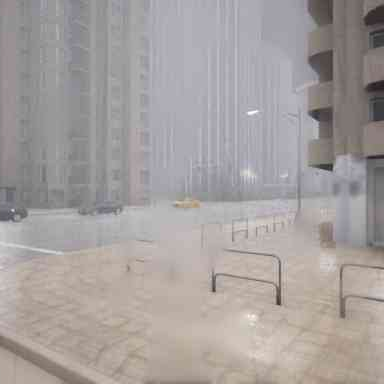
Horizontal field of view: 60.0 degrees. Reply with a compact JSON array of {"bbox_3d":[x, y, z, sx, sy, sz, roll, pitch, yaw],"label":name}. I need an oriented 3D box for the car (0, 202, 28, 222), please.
[{"bbox_3d":[-14.803,1.559,24.622,1.837,1.490,4.892,0,0,36],"label":"car"}]

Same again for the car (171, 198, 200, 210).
[{"bbox_3d":[-0.815,1.532,44.724,1.882,1.535,5.008,0,0,35],"label":"car"}]

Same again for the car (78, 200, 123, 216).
[{"bbox_3d":[-8.994,1.559,32.993,1.837,1.490,4.892,0,0,35],"label":"car"}]
